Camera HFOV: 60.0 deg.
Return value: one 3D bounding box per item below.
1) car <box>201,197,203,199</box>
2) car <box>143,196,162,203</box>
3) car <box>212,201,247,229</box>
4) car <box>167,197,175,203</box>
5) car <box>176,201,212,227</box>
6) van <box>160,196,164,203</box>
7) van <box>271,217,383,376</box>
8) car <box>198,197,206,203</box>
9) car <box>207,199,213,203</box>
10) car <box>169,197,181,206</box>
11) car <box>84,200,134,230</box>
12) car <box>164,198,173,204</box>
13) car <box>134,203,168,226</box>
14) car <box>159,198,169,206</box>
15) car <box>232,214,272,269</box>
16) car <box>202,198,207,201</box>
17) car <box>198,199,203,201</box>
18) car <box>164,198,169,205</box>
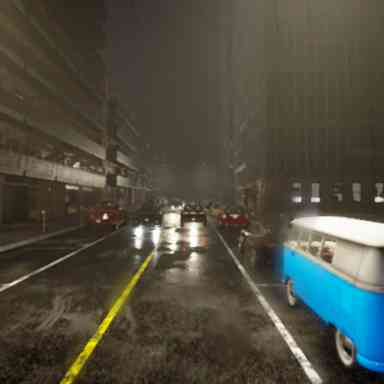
[{"bbox_3d":[2.681,1.878,51.006,1.887,1.381,4.507,1,0,0],"label":"car"},{"bbox_3d":[-5.665,1.737,45.436,1.967,1.590,4.097,1,0,0],"label":"car"},{"bbox_3d":[2.678,1.588,22.519,1.967,1.590,4.097,1,0,0],"label":"car"},{"bbox_3d":[-5.659,2.125,90.845,1.752,1.417,4.829,1,0,0],"label":"car"},{"bbox_3d":[0.104,1.653,24.551,2.128,1.511,4.902,0,0,0],"label":"car"},{"bbox_3d":[-5.661,1.675,51.134,1.690,1.788,3.998,1,0,0],"label":"van"},{"bbox_3d":[2.677,1.378,5.426,1.690,1.788,3.998,1,0,0],"label":"van"},{"bbox_3d":[2.688,2.145,90.889,1.887,1.381,4.507,1,0,0],"label":"car"},{"bbox_3d":[2.678,1.749,34.083,1.752,1.417,4.829,1,0,0],"label":"car"},{"bbox_3d":[-2.994,2.032,65.603,1.895,1.301,4.718,0,0,0],"label":"car"},{"bbox_3d":[-5.666,1.464,22.646,2.192,1.841,5.009,1,0,0],"label":"car"},{"bbox_3d":[-5.661,2.068,79.620,1.887,1.381,4.507,1,0,0],"label":"car"},{"bbox_3d":[-3.093,1.725,24.600,1.994,1.385,4.181,0,0,0],"label":"car"},{"bbox_3d":[-5.663,1.971,68.056,1.752,1.417,4.829,1,0,0],"label":"car"},{"bbox_3d":[2.673,1.640,11.122,1.947,1.339,4.313,1,0,0],"label":"car"},{"bbox_3d":[2.680,1.847,45.308,2.008,1.369,4.403,1,0,0],"label":"car"},{"bbox_3d":[0.107,1.874,41.721,1.895,1.301,4.718,0,0,0],"label":"car"},{"bbox_3d":[-5.660,1.686,56.831,2.192,1.841,5.009,1,0,0],"label":"car"}]
